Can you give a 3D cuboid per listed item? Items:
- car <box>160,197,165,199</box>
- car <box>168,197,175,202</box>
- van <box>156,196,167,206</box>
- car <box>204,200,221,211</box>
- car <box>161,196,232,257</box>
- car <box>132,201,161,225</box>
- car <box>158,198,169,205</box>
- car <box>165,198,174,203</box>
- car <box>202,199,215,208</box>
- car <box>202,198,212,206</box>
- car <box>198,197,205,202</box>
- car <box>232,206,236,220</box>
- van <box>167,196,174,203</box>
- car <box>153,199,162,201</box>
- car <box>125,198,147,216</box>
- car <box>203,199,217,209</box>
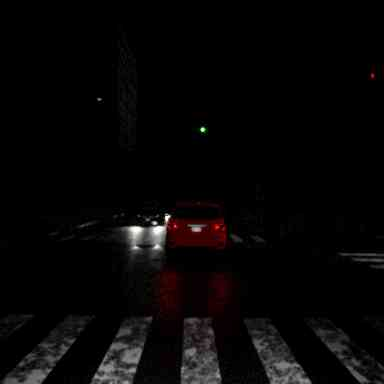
[{"bbox_3d":[-3.063,1.791,47.081,2.128,1.511,4.902,0,0,0],"label":"car"},{"bbox_3d":[-5.749,2.150,94.926,1.752,1.417,4.829,0,0,0],"label":"car"},{"bbox_3d":[-5.754,1.744,62.472,1.690,1.788,3.998,0,0,0],"label":"van"},{"bbox_3d":[2.770,1.844,46.157,2.008,1.369,4.403,0,0,0],"label":"car"},{"bbox_3d":[0.139,1.336,13.667,2.150,2.045,5.566,1,0,0],"label":"car"},{"bbox_3d":[-3.093,1.688,25.589,1.812,1.442,4.674,0,0,0],"label":"car"},{"bbox_3d":[-5.753,1.990,67.908,2.008,1.369,4.403,0,0,0],"label":"car"},{"bbox_3d":[-5.751,2.116,84.220,1.947,1.339,4.313,0,0,0],"label":"car"},{"bbox_3d":[2.771,1.909,57.032,1.887,1.381,4.507,0,0,0],"label":"car"},{"bbox_3d":[2.772,1.927,62.639,1.752,1.417,4.829,0,0,0],"label":"car"},{"bbox_3d":[2.776,2.168,95.094,1.887,1.381,4.507,0,0,0],"label":"car"},{"bbox_3d":[2.767,1.628,29.845,1.967,1.590,4.097,0,0,0],"label":"car"},{"bbox_3d":[-5.750,1.929,89.659,1.690,1.788,3.998,0,0,0],"label":"van"},{"bbox_3d":[-3.079,1.790,35.602,1.994,1.385,4.181,0,0,0],"label":"car"},{"bbox_3d":[-5.757,1.540,35.285,2.192,1.841,5.009,0,0,0],"label":"car"},{"bbox_3d":[2.770,1.873,51.595,1.887,1.381,4.507,0,0,0],"label":"car"}]
